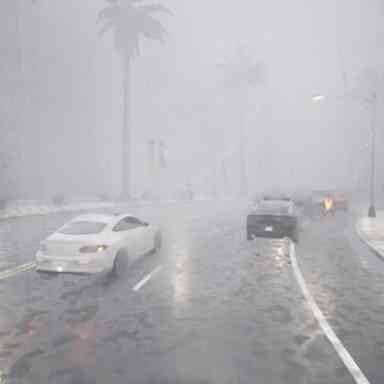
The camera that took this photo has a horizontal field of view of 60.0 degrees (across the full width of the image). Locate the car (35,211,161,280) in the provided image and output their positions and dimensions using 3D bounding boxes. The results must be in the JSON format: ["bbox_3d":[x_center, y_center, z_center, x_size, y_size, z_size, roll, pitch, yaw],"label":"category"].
[{"bbox_3d":[-2.257,1.255,9.095,1.812,1.442,4.674,0,2,11],"label":"car"}]

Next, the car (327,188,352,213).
[{"bbox_3d":[10.470,0.602,25.718,2.097,1.767,4.553,1,2,41],"label":"car"}]

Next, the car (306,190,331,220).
[{"bbox_3d":[7.421,0.874,21.629,1.837,1.490,4.892,1,2,33],"label":"car"}]

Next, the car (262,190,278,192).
[{"bbox_3d":[6.938,0.745,28.068,1.994,1.385,4.181,1,2,39],"label":"car"}]

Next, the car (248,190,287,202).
[{"bbox_3d":[9.034,0.445,39.665,4.718,1.301,1.895,-1,2,-35],"label":"car"}]

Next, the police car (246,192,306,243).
[{"bbox_3d":[3.587,1.013,14.040,1.930,1.638,5.238,1,2,20],"label":"police car"}]
